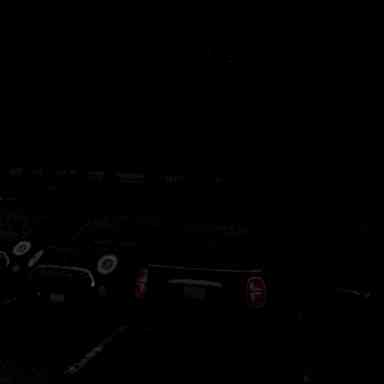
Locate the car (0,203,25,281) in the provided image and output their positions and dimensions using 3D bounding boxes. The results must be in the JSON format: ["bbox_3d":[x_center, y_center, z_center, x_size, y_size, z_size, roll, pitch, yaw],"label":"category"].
[{"bbox_3d":[-4.304,1.350,9.951,2.185,1.767,4.553,1,-1,16],"label":"car"}]

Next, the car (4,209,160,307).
[{"bbox_3d":[-1.838,1.354,8.195,2.185,1.767,4.553,1,-1,16],"label":"car"}]

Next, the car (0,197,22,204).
[{"bbox_3d":[-9.229,1.216,13.412,2.435,2.045,5.566,1,-1,16],"label":"car"}]

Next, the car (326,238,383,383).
[{"bbox_3d":[3.070,1.487,4.654,2.231,1.521,4.892,1,-1,16],"label":"car"}]

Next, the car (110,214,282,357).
[{"bbox_3d":[0.598,1.357,6.379,2.185,1.767,4.553,0,-1,15],"label":"car"}]
